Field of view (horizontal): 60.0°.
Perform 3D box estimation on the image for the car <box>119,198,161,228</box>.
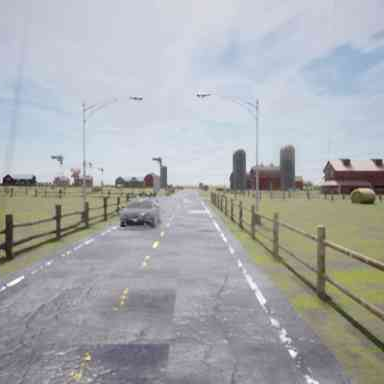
[{"bbox_3d":[-2.849,1.131,19.082,1.837,1.490,4.892,0,1,0],"label":"car"}]
